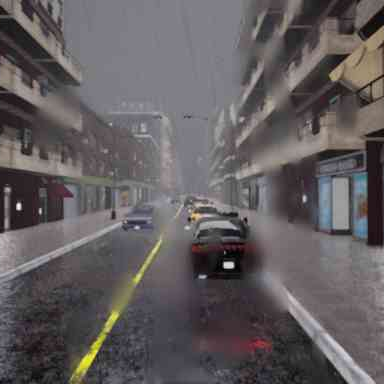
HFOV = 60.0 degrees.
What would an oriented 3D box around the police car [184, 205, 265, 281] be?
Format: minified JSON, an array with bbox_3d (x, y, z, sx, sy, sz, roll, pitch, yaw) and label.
[{"bbox_3d":[0.801,1.391,9.880,1.930,1.638,5.238,0,0,0],"label":"police car"}]

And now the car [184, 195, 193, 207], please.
[{"bbox_3d":[-0.099,1.283,48.164,2.097,1.767,4.553,0,0,0],"label":"car"}]

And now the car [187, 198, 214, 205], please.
[{"bbox_3d":[0.775,1.402,19.963,1.801,1.575,5.366,0,0,0],"label":"car"}]

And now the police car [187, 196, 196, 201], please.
[{"bbox_3d":[0.759,1.367,25.883,1.930,1.638,5.238,0,0,0],"label":"police car"}]

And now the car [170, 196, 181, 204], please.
[{"bbox_3d":[-2.941,1.473,61.212,2.033,1.411,5.357,0,0,0],"label":"car"}]

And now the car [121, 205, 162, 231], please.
[{"bbox_3d":[-2.902,1.493,20.241,2.033,1.411,5.357,0,0,0],"label":"car"}]
